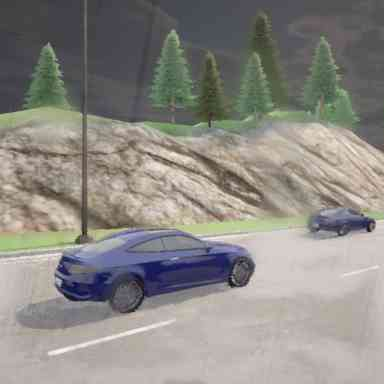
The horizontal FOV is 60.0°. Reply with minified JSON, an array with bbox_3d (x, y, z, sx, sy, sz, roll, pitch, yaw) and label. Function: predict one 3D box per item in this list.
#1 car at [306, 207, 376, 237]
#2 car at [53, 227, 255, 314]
[{"bbox_3d":[8.141,1.525,18.167,4.674,1.442,1.812,0,0,-36],"label":"car"},{"bbox_3d":[-0.639,1.526,7.592,4.674,1.442,1.812,0,0,-36],"label":"car"}]
